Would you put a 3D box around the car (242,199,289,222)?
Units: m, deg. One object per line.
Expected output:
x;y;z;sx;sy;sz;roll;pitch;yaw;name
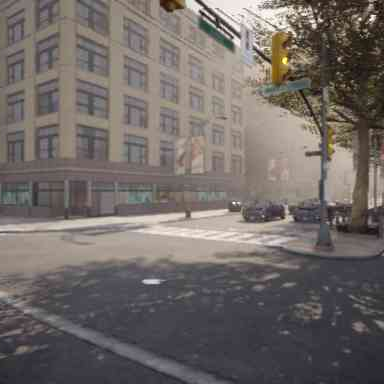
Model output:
5.786;1.351;26.643;2.097;1.767;4.553;0;0;36;car

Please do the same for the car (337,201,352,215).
15.169;1.601;33.838;1.895;1.301;4.718;0;0;36;car

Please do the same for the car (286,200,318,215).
11.622;1.600;34.895;1.895;1.301;4.718;0;0;36;car

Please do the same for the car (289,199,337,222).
9.426;1.351;25.740;2.097;1.767;4.553;0;0;35;car
